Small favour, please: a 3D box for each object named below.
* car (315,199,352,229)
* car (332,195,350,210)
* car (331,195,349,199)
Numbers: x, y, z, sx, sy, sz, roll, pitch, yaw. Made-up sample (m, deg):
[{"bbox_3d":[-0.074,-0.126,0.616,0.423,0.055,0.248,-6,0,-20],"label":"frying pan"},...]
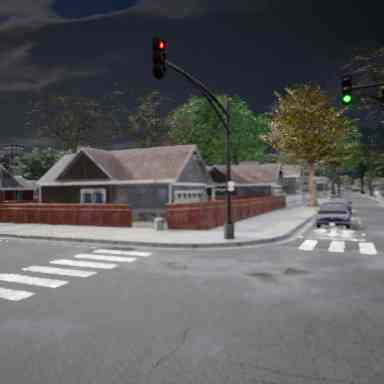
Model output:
[{"bbox_3d":[8.812,1.359,20.641,2.033,1.411,5.357,-1,0,26],"label":"car"},{"bbox_3d":[17.438,1.148,38.799,1.837,1.490,4.892,-1,0,26],"label":"car"},{"bbox_3d":[13.083,1.205,29.633,1.882,1.535,5.008,-1,0,26],"label":"car"}]
